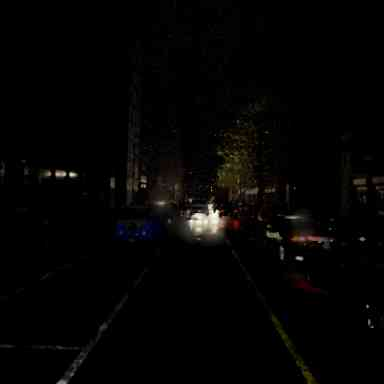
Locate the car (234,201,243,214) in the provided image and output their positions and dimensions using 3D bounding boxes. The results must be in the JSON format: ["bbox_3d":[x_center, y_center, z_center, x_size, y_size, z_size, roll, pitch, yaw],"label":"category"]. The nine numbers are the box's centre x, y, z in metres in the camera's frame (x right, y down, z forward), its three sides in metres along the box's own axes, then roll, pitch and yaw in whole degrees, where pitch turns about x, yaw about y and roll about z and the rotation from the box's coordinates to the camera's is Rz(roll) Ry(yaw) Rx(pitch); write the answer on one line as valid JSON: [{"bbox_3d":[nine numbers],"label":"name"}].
[{"bbox_3d":[6.815,2.203,43.487,1.967,1.590,4.097,2,-1,1],"label":"car"}]

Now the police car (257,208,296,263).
[{"bbox_3d":[4.121,1.700,13.216,1.930,1.638,5.238,2,-1,1],"label":"police car"}]

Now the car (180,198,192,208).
[{"bbox_3d":[-1.154,2.196,66.257,2.192,1.841,5.009,1,-1,1],"label":"car"}]

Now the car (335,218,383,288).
[{"bbox_3d":[5.993,1.721,9.664,1.967,1.590,4.097,2,-1,1],"label":"car"}]

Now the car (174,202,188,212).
[{"bbox_3d":[-1.571,2.199,49.345,1.802,1.307,4.206,2,-1,1],"label":"car"}]

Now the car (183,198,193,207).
[{"bbox_3d":[-0.881,2.385,77.530,2.192,1.841,5.009,1,-1,1],"label":"car"}]

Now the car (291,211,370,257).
[{"bbox_3d":[6.130,1.796,15.300,1.967,1.590,4.097,2,-1,1],"label":"car"}]

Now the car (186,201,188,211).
[{"bbox_3d":[-1.844,1.996,38.072,1.887,1.381,4.507,2,-1,1],"label":"car"}]

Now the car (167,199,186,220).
[{"bbox_3d":[-1.978,1.808,32.437,1.967,1.590,4.097,2,-1,1],"label":"car"}]

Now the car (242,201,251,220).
[{"bbox_3d":[6.545,1.912,32.214,2.192,1.841,5.009,2,-1,1],"label":"car"}]

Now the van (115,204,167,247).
[{"bbox_3d":[-2.386,1.468,15.527,1.690,1.788,3.998,2,-1,1],"label":"van"}]

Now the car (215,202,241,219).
[{"bbox_3d":[3.829,2.102,36.002,1.812,1.442,4.674,2,-1,2],"label":"car"}]

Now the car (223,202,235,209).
[{"bbox_3d":[7.358,2.676,66.033,1.947,1.339,4.313,1,-1,1],"label":"car"}]

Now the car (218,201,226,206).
[{"bbox_3d":[7.906,3.054,88.581,1.947,1.339,4.313,1,-1,1],"label":"car"}]

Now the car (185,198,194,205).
[{"bbox_3d":[-0.607,2.574,88.803,2.192,1.841,5.009,1,-1,1],"label":"car"}]

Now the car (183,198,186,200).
[{"bbox_3d":[-1.300,2.311,60.448,1.752,1.417,4.829,1,-1,1],"label":"car"}]

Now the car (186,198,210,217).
[{"bbox_3d":[0.836,1.748,38.245,2.150,2.045,5.566,2,-1,1],"label":"car"}]

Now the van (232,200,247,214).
[{"bbox_3d":[6.955,2.187,49.126,1.690,1.788,3.998,2,-1,1],"label":"van"}]

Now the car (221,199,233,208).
[{"bbox_3d":[7.502,2.519,71.674,2.192,1.841,5.009,1,-1,1],"label":"car"}]

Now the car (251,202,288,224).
[{"bbox_3d":[6.407,1.830,26.577,2.192,1.841,5.009,2,-1,1],"label":"car"}]

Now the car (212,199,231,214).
[{"bbox_3d":[4.025,1.944,46.038,2.150,2.045,5.566,2,-1,1],"label":"car"}]

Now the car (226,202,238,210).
[{"bbox_3d":[7.221,2.599,60.397,1.802,1.307,4.206,1,-1,1],"label":"car"}]

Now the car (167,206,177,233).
[{"bbox_3d":[-2.256,1.770,21.161,1.947,1.339,4.313,2,-1,1],"label":"car"}]

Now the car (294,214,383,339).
[{"bbox_3d":[3.973,1.545,7.080,2.097,1.767,4.553,2,-1,1],"label":"car"}]
